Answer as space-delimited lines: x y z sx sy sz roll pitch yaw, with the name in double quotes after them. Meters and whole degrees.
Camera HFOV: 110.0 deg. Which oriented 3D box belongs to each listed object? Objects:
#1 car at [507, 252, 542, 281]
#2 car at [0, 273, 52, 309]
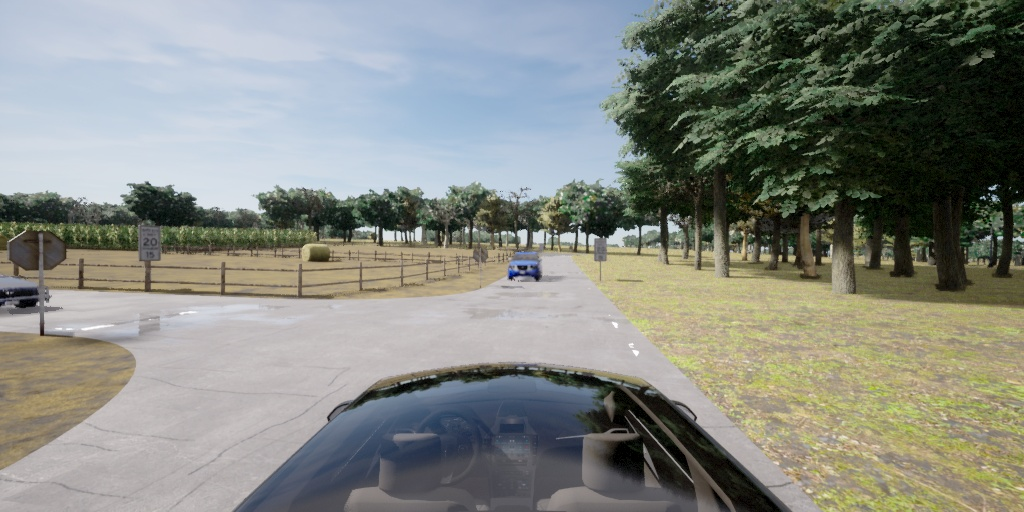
1.062 0.709 26.514 2.150 2.045 5.566 0 1 8 "car"
-17.322 0.945 10.930 5.357 1.411 2.033 1 1 8 "car"
